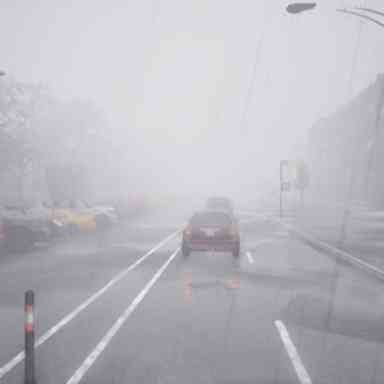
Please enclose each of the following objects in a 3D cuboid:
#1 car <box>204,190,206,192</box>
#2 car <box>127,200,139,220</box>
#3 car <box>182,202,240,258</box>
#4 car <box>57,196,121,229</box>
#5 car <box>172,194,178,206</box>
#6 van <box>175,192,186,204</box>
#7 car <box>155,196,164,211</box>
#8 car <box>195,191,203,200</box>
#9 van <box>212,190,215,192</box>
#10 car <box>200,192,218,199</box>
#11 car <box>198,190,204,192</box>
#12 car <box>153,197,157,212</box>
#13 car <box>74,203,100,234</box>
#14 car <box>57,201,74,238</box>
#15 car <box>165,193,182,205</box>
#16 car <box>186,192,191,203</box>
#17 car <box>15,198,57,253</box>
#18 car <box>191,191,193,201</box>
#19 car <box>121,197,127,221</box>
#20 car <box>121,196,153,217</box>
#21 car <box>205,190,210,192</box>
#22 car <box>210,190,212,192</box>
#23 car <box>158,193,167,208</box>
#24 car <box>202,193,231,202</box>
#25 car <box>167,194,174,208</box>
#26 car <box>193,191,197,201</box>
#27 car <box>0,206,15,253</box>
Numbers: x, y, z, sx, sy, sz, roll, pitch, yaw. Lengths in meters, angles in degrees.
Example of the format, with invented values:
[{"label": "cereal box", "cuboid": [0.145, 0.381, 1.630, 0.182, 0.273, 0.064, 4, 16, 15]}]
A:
[{"label": "car", "cuboid": [0.284, 0.999, 78.115, 4.674, 1.452, 2.002, -1, 0, -10]}, {"label": "car", "cuboid": [-7.199, 1.702, 28.150, 4.792, 1.488, 2.163, -1, 0, -14]}, {"label": "car", "cuboid": [0.861, 1.482, 13.665, 2.097, 1.767, 4.553, 0, -1, 6]}, {"label": "car", "cuboid": [-7.804, 1.429, 22.260, 5.566, 2.045, 2.435, -1, -1, -14]}, {"label": "car", "cuboid": [-4.916, 1.441, 45.849, 5.008, 1.535, 2.097, -1, 1, -12]}, {"label": "van", "cuboid": [-3.761, 1.077, 54.640, 4.442, 1.987, 1.878, -1, 1, -12]}, {"label": "car", "cuboid": [-6.095, 1.582, 37.016, 5.008, 1.535, 2.097, -1, 1, -13]}, {"label": "car", "cuboid": [-0.775, 1.040, 72.269, 4.892, 1.521, 2.231, -1, 0, -10]}, {"label": "van", "cuboid": [3.236, 0.547, 92.709, 4.442, 1.987, 1.878, -1, 0, -9]}, {"label": "car", "cuboid": [3.350, 1.185, 64.828, 2.033, 1.411, 5.357, 0, 1, 10]}, {"label": "car", "cuboid": [-0.215, 0.872, 75.187, 4.553, 1.767, 2.185, -1, 1, -10]}, {"label": "car", "cuboid": [-6.477, 1.623, 34.072, 4.892, 1.521, 2.231, -1, 0, -13]}, {"label": "car", "cuboid": [-8.316, 1.669, 19.231, 5.366, 1.575, 1.946, -1, 0, -14]}, {"label": "car", "cuboid": [-8.466, 1.523, 16.324, 4.553, 1.767, 2.185, -1, -1, -15]}, {"label": "car", "cuboid": [-4.515, 1.394, 48.800, 5.008, 1.535, 2.097, -1, 1, -12]}, {"label": "car", "cuboid": [-3.200, 1.254, 57.613, 5.008, 1.535, 2.097, -1, 0, -11]}, {"label": "car", "cuboid": [-8.695, 1.370, 13.387, 5.566, 2.045, 2.435, -1, -1, -15]}, {"label": "car", "cuboid": [-2.700, 1.084, 60.542, 4.553, 1.767, 2.185, -1, 1, -11]}, {"label": "car", "cuboid": [-7.478, 1.555, 25.212, 4.553, 1.767, 2.185, -1, 0, -14]}, {"label": "car", "cuboid": [-6.858, 1.401, 31.102, 5.566, 2.045, 2.435, -1, 1, -13]}, {"label": "car", "cuboid": [0.798, 0.670, 81.020, 5.566, 2.045, 2.435, -1, 1, -10]}, {"label": "car", "cuboid": [1.953, 0.886, 86.867, 4.674, 1.452, 2.002, -1, 0, -9]}, {"label": "car", "cuboid": [-5.750, 1.411, 39.961, 4.553, 1.767, 2.185, -1, 1, -13]}, {"label": "car", "cuboid": [2.336, 1.393, 27.749, 2.150, 2.045, 5.566, 0, 1, 7]}, {"label": "car", "cuboid": [-5.508, 1.489, 42.867, 5.366, 1.575, 1.946, -1, 1, -12]}, {"label": "car", "cuboid": [-2.251, 1.165, 63.474, 5.008, 1.535, 2.097, -1, 1, -11]}, {"label": "car", "cuboid": [-9.023, 1.342, 10.403, 5.566, 2.045, 2.435, -1, 0, -15]}]
